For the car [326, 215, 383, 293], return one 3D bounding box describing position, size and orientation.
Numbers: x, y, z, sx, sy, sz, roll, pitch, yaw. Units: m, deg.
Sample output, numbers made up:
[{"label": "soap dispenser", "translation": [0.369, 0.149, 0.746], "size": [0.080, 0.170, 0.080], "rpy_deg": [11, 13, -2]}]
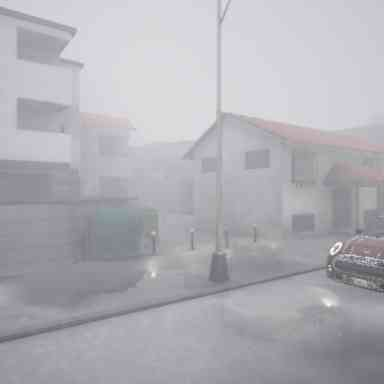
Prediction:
[{"label": "car", "translation": [5.476, 1.364, 8.505], "size": [4.553, 1.767, 2.097], "rpy_deg": [0, 0, -35]}]
